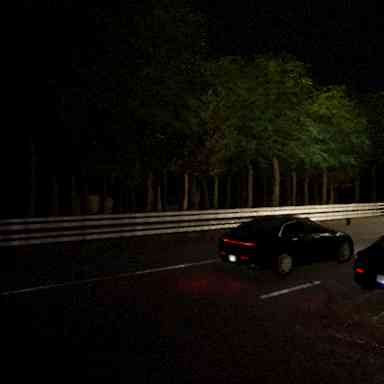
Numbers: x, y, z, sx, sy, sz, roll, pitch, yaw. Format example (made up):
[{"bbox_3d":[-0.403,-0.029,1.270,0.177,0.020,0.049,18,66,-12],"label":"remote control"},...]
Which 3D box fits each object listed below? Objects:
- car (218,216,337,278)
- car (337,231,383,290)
[{"bbox_3d":[3.034,1.495,10.203,4.892,1.490,1.837,0,0,-35],"label":"car"},{"bbox_3d":[5.583,1.515,7.724,4.674,1.442,1.812,0,0,-35],"label":"car"}]
